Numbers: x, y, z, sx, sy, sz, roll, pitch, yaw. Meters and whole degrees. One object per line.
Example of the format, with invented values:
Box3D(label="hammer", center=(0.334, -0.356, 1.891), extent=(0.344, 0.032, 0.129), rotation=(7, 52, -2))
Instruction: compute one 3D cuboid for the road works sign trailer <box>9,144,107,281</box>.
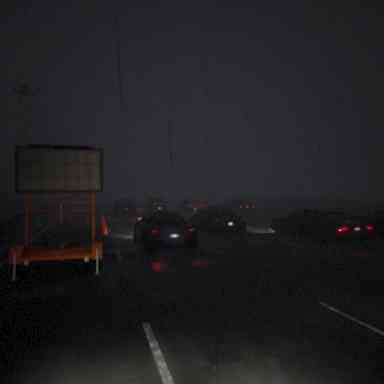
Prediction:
Box3D(label="road works sign trailer", center=(-3.885, 0.414, 9.907), extent=(2.380, 3.560, 2.880), rotation=(0, 0, -16))

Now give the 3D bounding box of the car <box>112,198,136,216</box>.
Box3D(label="car", center=(-6.333, 1.316, 30.905), extent=(1.882, 1.535, 5.008), rotation=(0, 0, -16))

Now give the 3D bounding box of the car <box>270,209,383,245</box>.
Box3D(label="car", center=(5.623, 1.457, 15.147), extent=(2.033, 1.411, 5.357), rotation=(0, 0, -16))

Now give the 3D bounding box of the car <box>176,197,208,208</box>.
Box3D(label="car", center=(-0.282, 1.409, 35.131), extent=(1.895, 1.301, 4.718), rotation=(0, 0, -16))

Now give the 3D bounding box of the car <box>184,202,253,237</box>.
Box3D(label="car", center=(1.242, 1.466, 17.624), extent=(1.994, 1.385, 4.181), rotation=(0, 0, -16))

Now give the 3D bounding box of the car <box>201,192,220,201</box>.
Box3D(label="car", center=(3.615, 0.852, 65.420), extent=(3.866, 1.878, 1.905), rotation=(0, 0, -16))

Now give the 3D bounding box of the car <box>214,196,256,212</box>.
Box3D(label="car", center=(4.238, 1.366, 32.185), extent=(2.033, 1.411, 5.357), rotation=(0, 0, -16))

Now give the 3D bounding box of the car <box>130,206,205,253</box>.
Box3D(label="car", center=(-1.191, 1.491, 13.506), extent=(1.994, 1.385, 4.181), rotation=(0, 0, -16))

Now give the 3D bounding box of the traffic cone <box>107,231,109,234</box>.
Box3D(label="traffic cone", center=(-4.440, 1.867, 17.050), extent=(0.340, 0.580, 0.340), rotation=(0, 0, -16))

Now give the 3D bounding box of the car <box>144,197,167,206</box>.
Box3D(label="car", center=(-3.835, 1.318, 34.803), extent=(1.837, 1.490, 4.892), rotation=(0, 0, -16))
